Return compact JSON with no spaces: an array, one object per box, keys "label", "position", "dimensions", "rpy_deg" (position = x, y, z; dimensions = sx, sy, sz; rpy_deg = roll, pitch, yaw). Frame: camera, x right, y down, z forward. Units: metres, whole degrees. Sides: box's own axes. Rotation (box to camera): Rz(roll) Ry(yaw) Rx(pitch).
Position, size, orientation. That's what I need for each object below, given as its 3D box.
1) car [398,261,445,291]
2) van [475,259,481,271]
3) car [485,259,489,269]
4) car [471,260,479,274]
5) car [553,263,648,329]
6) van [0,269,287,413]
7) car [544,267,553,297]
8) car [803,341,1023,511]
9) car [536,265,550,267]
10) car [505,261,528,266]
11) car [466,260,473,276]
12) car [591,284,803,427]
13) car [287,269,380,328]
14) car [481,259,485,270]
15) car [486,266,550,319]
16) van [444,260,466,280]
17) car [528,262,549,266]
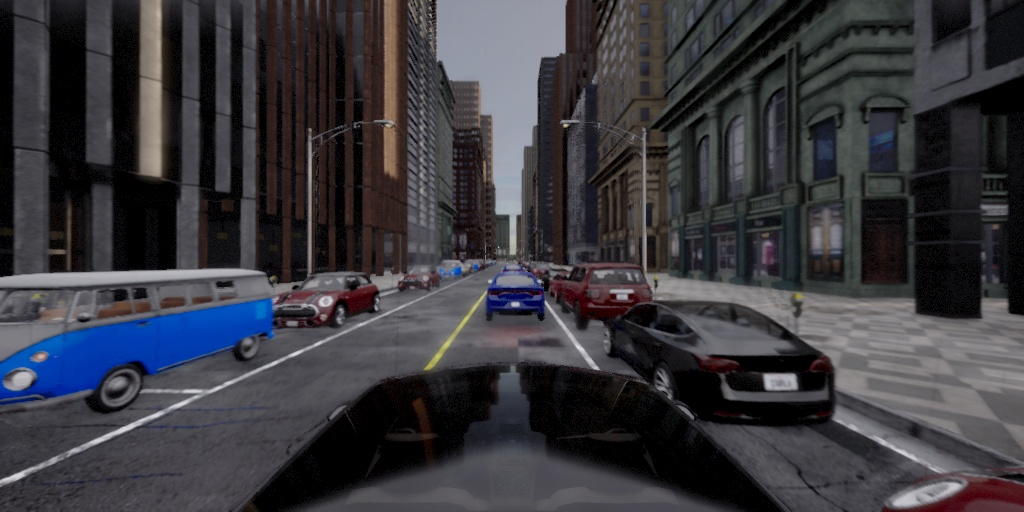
[{"label":"car","position":[-5.754,1.324,22.663],"dimensions":[1.967,1.591,4.097],"rpy_deg":[0,0,0]},{"label":"van","position":[-5.743,1.410,50.844],"dimensions":[1.690,1.789,3.998],"rpy_deg":[0,0,0]},{"label":"car","position":[-5.738,1.461,62.118],"dimensions":[2.192,1.841,5.009],"rpy_deg":[0,0,0]},{"label":"car","position":[-5.745,1.582,45.208],"dimensions":[2.007,1.370,4.403],"rpy_deg":[0,0,0]},{"label":"car","position":[2.766,1.127,11.395],"dimensions":[2.192,1.841,5.009],"rpy_deg":[0,0,0]},{"label":"van","position":[-5.761,1.117,5.753],"dimensions":[1.690,1.789,3.998],"rpy_deg":[0,0,0]},{"label":"car","position":[2.769,1.393,17.031],"dimensions":[1.888,1.381,4.507],"rpy_deg":[0,0,0]},{"label":"car","position":[2.762,1.180,0.122],"dimensions":[1.967,1.591,4.097],"rpy_deg":[0,0,0]},{"label":"car","position":[2.771,1.450,22.668],"dimensions":[1.948,1.339,4.313],"rpy_deg":[0,0,0]},{"label":"car","position":[0.112,1.415,30.955],"dimensions":[1.882,1.535,5.008],"rpy_deg":[0,0,0]},{"label":"car","position":[-5.748,1.519,39.402],"dimensions":[1.751,1.417,4.829],"rpy_deg":[0,0,0]},{"label":"car","position":[2.764,1.342,5.759],"dimensions":[1.948,1.339,4.313],"rpy_deg":[0,0,0]},{"label":"car","position":[-5.759,1.252,11.389],"dimensions":[1.967,1.591,4.097],"rpy_deg":[0,0,0]},{"label":"car","position":[-5.741,1.548,56.481],"dimensions":[1.967,1.591,4.097],"rpy_deg":[0,0,0]},{"label":"car","position":[0.105,1.300,13.120],"dimensions":[1.882,1.535,5.008],"rpy_deg":[0,0,0]},{"label":"van","position":[-5.750,1.297,33.936],"dimensions":[1.690,1.789,3.998],"rpy_deg":[0,0,0]},{"label":"car","position":[2.775,1.396,33.939],"dimensions":[1.967,1.591,4.097],"rpy_deg":[0,0,0]}]
